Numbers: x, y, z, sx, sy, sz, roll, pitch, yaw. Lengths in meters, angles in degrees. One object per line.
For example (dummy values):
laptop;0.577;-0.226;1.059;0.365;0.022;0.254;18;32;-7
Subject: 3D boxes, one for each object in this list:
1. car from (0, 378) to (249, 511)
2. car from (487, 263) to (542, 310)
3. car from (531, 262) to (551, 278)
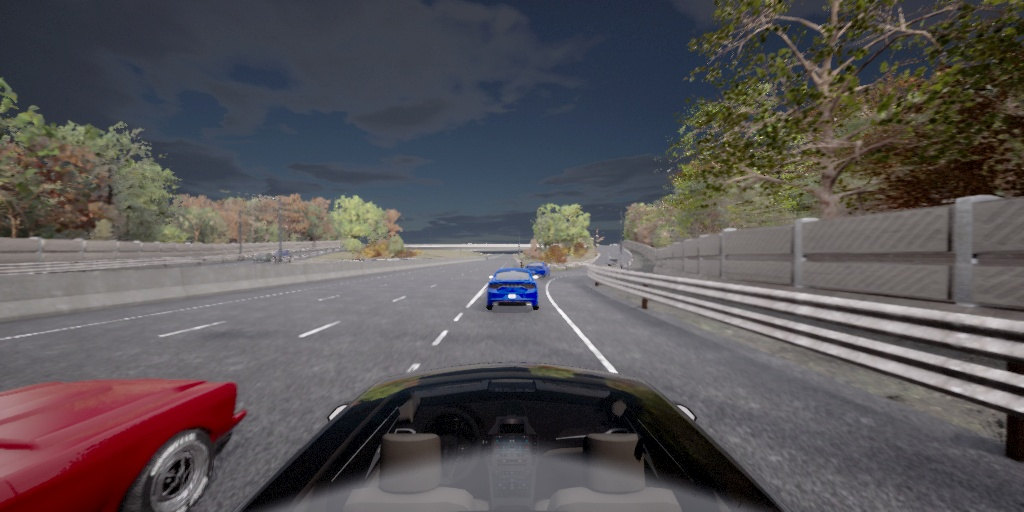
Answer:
car;-3.403;1.351;1.190;1.895;1.301;4.718;0;0;0
car;0.069;1.232;14.800;1.882;1.535;5.008;0;0;2
car;2.565;1.296;34.746;1.882;1.535;5.008;1;0;13
